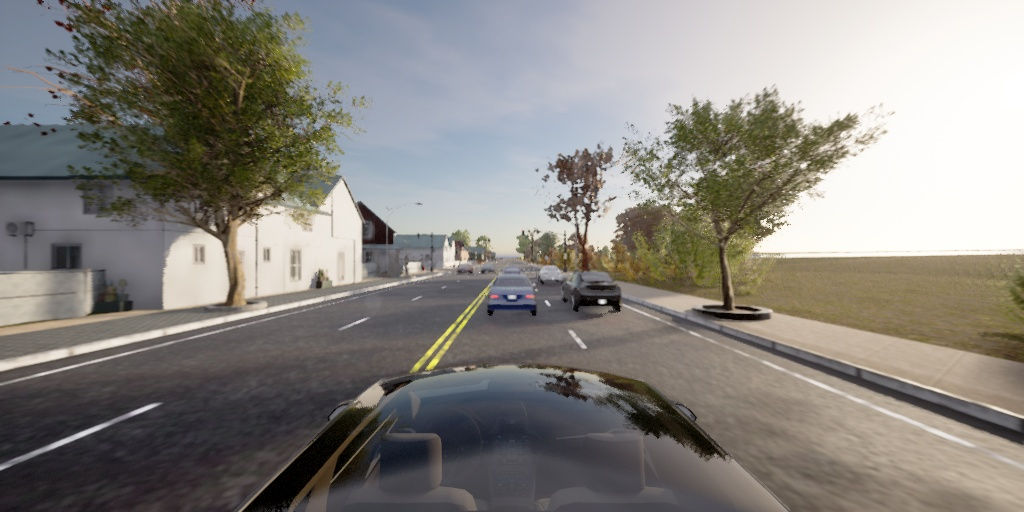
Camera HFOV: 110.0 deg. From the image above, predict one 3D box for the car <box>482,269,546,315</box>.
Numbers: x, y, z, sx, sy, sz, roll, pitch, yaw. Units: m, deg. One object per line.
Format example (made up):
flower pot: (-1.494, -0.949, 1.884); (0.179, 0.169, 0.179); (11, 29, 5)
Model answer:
car: (0.009, 1.430, 14.331); (2.033, 1.411, 5.357); (0, -1, 0)

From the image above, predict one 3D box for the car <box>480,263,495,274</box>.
car: (-3.273, 1.761, 49.982); (1.812, 1.442, 4.674); (0, -1, 0)

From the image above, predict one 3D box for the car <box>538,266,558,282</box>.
car: (3.270, 1.575, 30.724); (1.812, 1.442, 4.674); (0, 0, 0)

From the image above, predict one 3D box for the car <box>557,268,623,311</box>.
car: (3.268, 1.399, 15.331); (1.837, 1.490, 4.892); (0, 0, 0)

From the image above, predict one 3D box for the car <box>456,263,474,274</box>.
car: (-6.523, 1.762, 49.990); (1.812, 1.442, 4.674); (0, -1, 0)

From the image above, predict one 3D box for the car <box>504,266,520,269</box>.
car: (0.021, 1.575, 30.719); (1.812, 1.442, 4.674); (0, 0, 0)
